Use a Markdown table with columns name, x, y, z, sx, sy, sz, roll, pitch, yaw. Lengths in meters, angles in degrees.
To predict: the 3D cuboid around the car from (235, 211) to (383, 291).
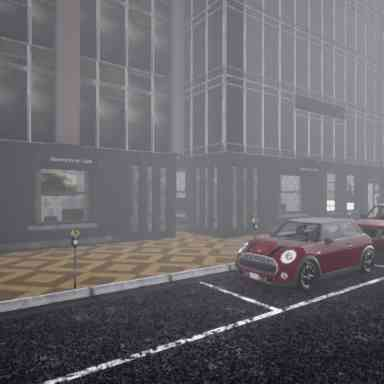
| name | x | y | z | sx | sy | sz | roll | pitch | yaw |
| --- | --- | --- | --- | --- | --- | --- | --- | --- | --- |
| car | 3.080 | 1.439 | 8.933 | 4.097 | 1.590 | 1.967 | 0 | 0 | -36 |

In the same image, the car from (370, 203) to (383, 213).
| name | x | y | z | sx | sy | sz | roll | pitch | yaw |
| --- | --- | --- | --- | --- | --- | --- | --- | --- | --- |
| car | 7.605 | 1.310 | 12.161 | 5.009 | 1.841 | 2.192 | 0 | 0 | -36 |
